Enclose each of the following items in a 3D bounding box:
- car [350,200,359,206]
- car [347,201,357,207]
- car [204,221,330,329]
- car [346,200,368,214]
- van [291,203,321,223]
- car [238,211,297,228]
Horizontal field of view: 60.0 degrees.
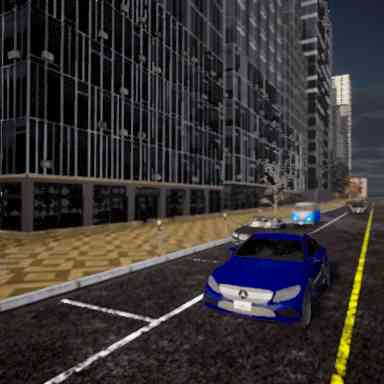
[{"bbox_3d":[41.728,2.707,85.315,1.887,1.381,4.507,0,-1,29],"label":"car"},{"bbox_3d":[36.238,2.620,75.342,1.802,1.307,4.206,0,-1,29],"label":"car"},{"bbox_3d":[1.949,1.636,7.482,1.812,1.442,4.674,0,-1,29],"label":"car"},{"bbox_3d":[21.915,1.985,43.751,2.097,1.767,4.553,0,-1,29],"label":"car"},{"bbox_3d":[8.786,1.709,25.478,1.690,1.788,3.998,0,-1,29],"label":"van"},{"bbox_3d":[3.294,1.772,15.502,2.008,1.369,4.403,0,-1,29],"label":"car"}]
